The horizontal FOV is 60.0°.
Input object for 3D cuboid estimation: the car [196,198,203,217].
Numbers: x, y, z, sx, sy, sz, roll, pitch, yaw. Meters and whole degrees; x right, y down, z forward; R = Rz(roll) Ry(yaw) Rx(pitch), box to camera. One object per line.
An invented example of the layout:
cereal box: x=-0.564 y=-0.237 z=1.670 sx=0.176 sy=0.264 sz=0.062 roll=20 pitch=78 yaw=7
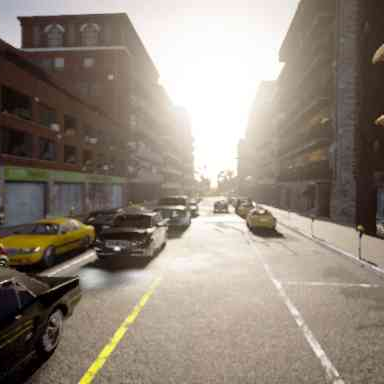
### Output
car: x=-0.285 y=1.640 z=33.183 sx=2.033 sy=1.411 sz=5.357 roll=1 pitch=0 yaw=5

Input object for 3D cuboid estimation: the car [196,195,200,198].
car: x=-0.057 y=1.744 z=66.512 sx=2.008 sy=1.369 sz=4.403 roll=0 pitch=0 yaw=5

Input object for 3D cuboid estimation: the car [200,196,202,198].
car: x=0.419 y=1.766 z=72.014 sx=2.008 sy=1.369 sz=4.403 roll=0 pitch=0 yaw=5

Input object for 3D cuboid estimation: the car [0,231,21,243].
car: x=-5.299 y=1.393 z=5.974 sx=1.967 sy=1.590 sz=4.097 roll=0 pitch=0 yaw=5

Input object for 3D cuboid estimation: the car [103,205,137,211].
car: x=-4.345 y=1.562 z=16.980 sx=1.947 sy=1.339 sz=4.313 roll=0 pitch=0 yaw=5

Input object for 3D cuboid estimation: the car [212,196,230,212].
car: x=3.612 y=1.657 z=41.608 sx=2.128 sy=1.511 sz=4.902 roll=1 pitch=0 yaw=5

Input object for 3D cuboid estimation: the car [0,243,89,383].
car: x=-2.914 y=1.575 z=3.337 sx=1.895 sy=1.301 sz=4.718 roll=1 pitch=0 yaw=5

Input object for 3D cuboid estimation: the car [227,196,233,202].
car: x=10.691 y=1.929 z=93.523 sx=1.752 sy=1.417 sz=4.829 roll=0 pitch=0 yaw=5

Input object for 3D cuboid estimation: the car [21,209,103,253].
car: x=-4.837 y=1.499 z=11.307 sx=1.752 sy=1.417 sz=4.829 roll=0 pitch=0 yaw=5

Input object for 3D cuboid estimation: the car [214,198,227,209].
car: x=4.512 y=1.685 z=52.014 sx=1.882 sy=1.535 sz=5.008 roll=1 pitch=0 yaw=5

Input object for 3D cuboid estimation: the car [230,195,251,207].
car: x=5.916 y=1.499 z=38.318 sx=2.192 sy=1.841 sz=5.009 roll=0 pitch=0 yaw=5

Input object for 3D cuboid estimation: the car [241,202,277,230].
car: x=4.465 y=1.644 z=21.979 sx=1.752 sy=1.417 sz=4.829 roll=0 pitch=0 yaw=5

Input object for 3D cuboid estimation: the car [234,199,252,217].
car: x=5.460 y=1.688 z=32.983 sx=1.752 sy=1.417 sz=4.829 roll=0 pitch=0 yaw=5

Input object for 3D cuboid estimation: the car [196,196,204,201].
car: x=2.325 y=1.854 z=94.028 sx=2.008 sy=1.369 sz=4.403 roll=0 pitch=0 yaw=5

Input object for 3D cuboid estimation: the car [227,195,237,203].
car: x=9.246 y=1.653 z=76.843 sx=2.192 sy=1.841 sz=5.009 roll=0 pitch=0 yaw=5

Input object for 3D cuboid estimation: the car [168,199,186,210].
car: x=-1.963 y=1.688 z=44.497 sx=1.802 sy=1.307 sz=4.206 roll=0 pitch=0 yaw=5

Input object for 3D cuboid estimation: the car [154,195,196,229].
car: x=-1.242 y=1.272 z=22.569 sx=2.150 sy=2.045 sz=5.566 roll=1 pitch=0 yaw=5

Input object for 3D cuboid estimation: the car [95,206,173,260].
car: x=-2.102 y=1.516 z=12.676 sx=1.837 sy=1.490 sz=4.892 roll=1 pitch=0 yaw=5
